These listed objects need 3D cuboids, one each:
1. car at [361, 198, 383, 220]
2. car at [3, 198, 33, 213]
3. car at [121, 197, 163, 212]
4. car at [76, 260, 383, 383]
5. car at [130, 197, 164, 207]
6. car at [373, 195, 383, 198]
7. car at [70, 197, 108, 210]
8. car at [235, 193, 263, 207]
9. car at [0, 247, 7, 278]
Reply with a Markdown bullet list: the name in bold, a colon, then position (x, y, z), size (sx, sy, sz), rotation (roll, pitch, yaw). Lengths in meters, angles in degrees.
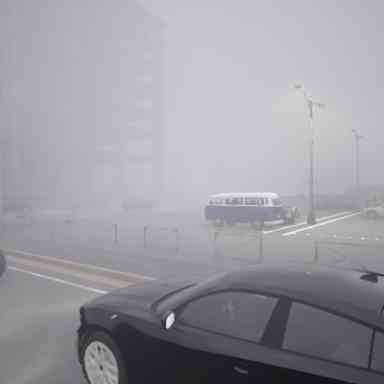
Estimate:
- **car**: position (14.754, 1.396, 24.710), size (3.806, 1.475, 1.970), rotation (0, 0, 36)
- **car**: position (-18.728, 1.429, 33.518), size (1.882, 1.535, 5.008), rotation (0, 0, 35)
- **car**: position (-6.058, 1.441, 38.914), size (2.128, 1.511, 4.902), rotation (0, 0, 35)
- **car**: position (0.870, 1.478, 3.374), size (5.008, 1.535, 1.882), rotation (0, 0, 36)
- **car**: position (-6.729, 1.499, 50.384), size (2.033, 1.411, 5.357), rotation (0, 0, 36)
- **car**: position (17.977, 1.154, 29.264), size (4.605, 1.855, 1.932), rotation (0, 0, 36)
- **car**: position (-12.889, 1.429, 41.725), size (1.882, 1.535, 5.008), rotation (0, 0, 35)
- **car**: position (10.741, 1.170, 62.557), size (2.150, 2.045, 5.566), rotation (0, 0, 35)
- **car**: position (-6.737, 1.566, 8.786), size (4.181, 1.385, 1.994), rotation (0, 0, 36)
